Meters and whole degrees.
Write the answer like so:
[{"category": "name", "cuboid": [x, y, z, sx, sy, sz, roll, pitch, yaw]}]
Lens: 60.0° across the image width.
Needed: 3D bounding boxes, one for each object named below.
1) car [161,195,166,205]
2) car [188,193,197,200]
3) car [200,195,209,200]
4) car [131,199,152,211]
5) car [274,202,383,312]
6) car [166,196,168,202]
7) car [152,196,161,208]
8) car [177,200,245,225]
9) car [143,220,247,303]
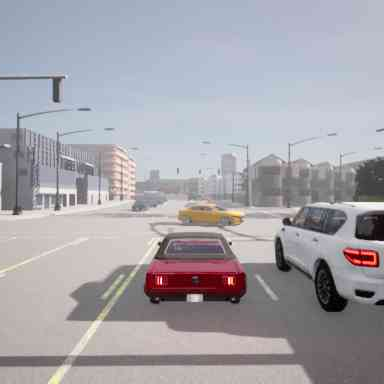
[{"category": "car", "cuboid": [-6.985, 1.820, 69.017, 1.812, 1.442, 4.674, 0, 1, 0]}, {"category": "car", "cuboid": [0.020, 1.375, 88.843, 2.150, 2.045, 5.566, 0, -1, 0]}, {"category": "car", "cuboid": [3.520, 1.510, 89.196, 2.097, 1.767, 4.553, 0, -1, 0]}, {"category": "car", "cuboid": [-7.085, 1.855, 45.530, 1.837, 1.490, 4.892, 0, 0, 0]}, {"category": "car", "cuboid": [3.565, 1.233, 7.875, 2.150, 2.045, 5.566, 0, 0, 0]}, {"category": "car", "cuboid": [-6.982, 1.505, 80.749, 2.097, 1.767, 4.553, 0, 1, 0]}, {"category": "car", "cuboid": [-7.069, 1.892, 57.317, 2.128, 1.511, 4.902, 0, 0, 0]}, {"category": "car", "cuboid": [1.315, 1.604, 23.887, 5.008, 1.535, 1.882, 0, 0, 30]}, {"category": "car", "cuboid": [0.071, 1.616, 8.168, 1.895, 1.301, 4.718, 0, 0, 0]}]
